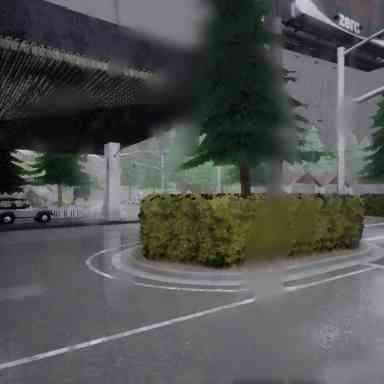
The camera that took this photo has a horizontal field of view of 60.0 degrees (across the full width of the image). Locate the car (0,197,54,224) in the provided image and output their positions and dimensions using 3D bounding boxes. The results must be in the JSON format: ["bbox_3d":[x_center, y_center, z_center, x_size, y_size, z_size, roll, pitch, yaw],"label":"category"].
[{"bbox_3d":[-11.982,1.313,23.468,3.866,1.878,1.905,0,0,-36],"label":"car"}]
